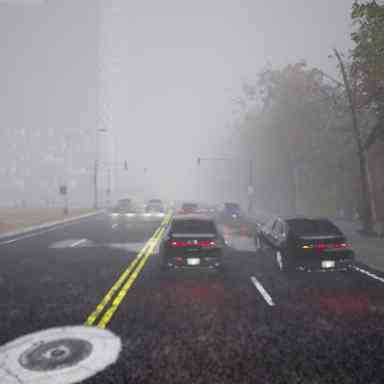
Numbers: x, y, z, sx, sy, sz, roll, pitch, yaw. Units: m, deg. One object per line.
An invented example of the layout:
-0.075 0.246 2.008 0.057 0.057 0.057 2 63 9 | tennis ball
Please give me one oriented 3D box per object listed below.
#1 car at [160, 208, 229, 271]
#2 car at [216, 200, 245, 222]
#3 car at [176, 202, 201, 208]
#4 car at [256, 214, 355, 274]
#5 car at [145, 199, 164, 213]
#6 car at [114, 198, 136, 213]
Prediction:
0.012 1.491 10.863 1.837 1.490 4.892 0 0 -1 | car
2.982 1.379 26.236 1.812 1.442 4.674 3 4 -2 | car
-0.235 1.490 25.965 1.812 1.442 4.674 0 0 -2 | car
3.278 1.459 10.494 1.837 1.490 4.892 -3 1 0 | car
-3.973 1.477 35.711 1.812 1.442 4.674 0 0 -2 | car
-7.243 1.459 36.335 1.837 1.490 4.892 0 0 -2 | car
